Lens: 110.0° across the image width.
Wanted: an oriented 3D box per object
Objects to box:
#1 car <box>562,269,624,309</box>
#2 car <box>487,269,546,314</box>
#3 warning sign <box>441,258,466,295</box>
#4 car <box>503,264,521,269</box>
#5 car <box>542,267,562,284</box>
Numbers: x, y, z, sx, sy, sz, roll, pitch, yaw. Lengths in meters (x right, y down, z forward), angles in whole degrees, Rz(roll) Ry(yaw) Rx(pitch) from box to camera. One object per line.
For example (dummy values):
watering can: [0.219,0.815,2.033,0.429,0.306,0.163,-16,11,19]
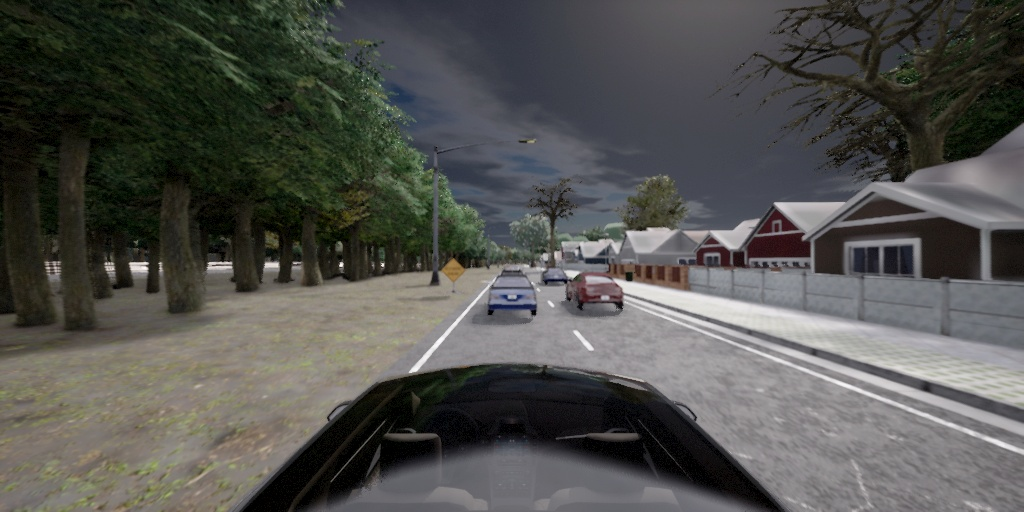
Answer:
car: [3.522,1.421,15.749,1.812,1.442,4.674,0,0,1]
car: [0.008,1.429,14.394,2.033,1.411,5.357,0,-1,0]
warning sign: [-3.054,1.043,18.767,1.300,1.860,1.060,0,0,0]
car: [0.013,1.542,30.355,2.128,1.511,4.902,0,0,0]
car: [3.513,1.612,30.274,1.994,1.385,4.181,0,-1,1]
